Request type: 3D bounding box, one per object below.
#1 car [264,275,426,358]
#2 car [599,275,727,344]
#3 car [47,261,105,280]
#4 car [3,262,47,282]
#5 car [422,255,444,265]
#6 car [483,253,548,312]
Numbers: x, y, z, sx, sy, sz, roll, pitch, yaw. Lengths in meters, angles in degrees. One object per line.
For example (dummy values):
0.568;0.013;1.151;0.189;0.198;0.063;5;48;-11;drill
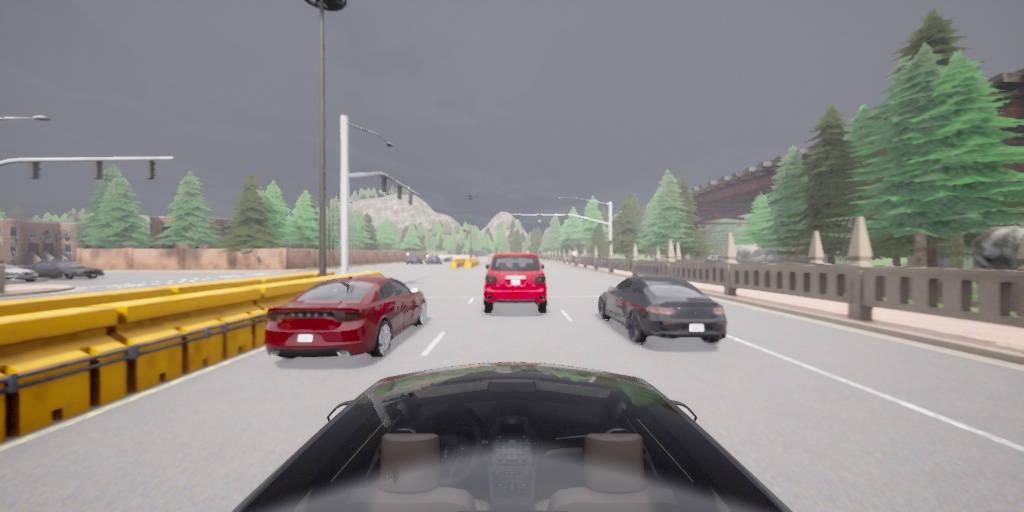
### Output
-3.392;1.181;8.360;1.882;1.535;5.008;0;0;0;car
3.609;1.224;9.309;1.812;1.442;4.674;0;0;0;car
-34.892;1.112;27.631;5.357;1.411;2.033;0;0;0;car
-34.993;1.115;24.128;4.674;1.442;1.812;0;0;0;car
-13.948;0.676;63.513;2.097;1.767;4.553;0;0;1;car
0.114;0.889;13.901;2.150;2.045;5.566;0;1;0;car
